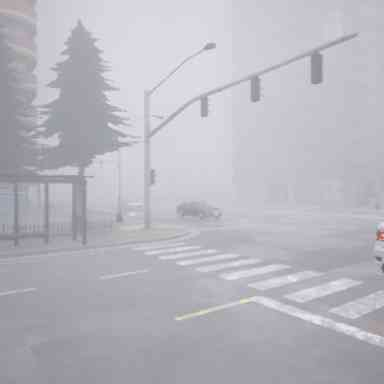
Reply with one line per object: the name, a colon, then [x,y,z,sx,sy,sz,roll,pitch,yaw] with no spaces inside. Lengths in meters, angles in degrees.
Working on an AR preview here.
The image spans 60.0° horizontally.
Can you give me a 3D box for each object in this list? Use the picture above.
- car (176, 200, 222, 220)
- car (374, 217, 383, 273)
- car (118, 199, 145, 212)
car: [0.528,1.467,27.584,2.128,1.511,4.902,0,0,-34]
car: [6.997,1.177,8.744,5.566,2.045,2.150,0,0,-35]
car: [-7.039,1.500,38.367,1.812,1.442,4.674,0,0,-35]
